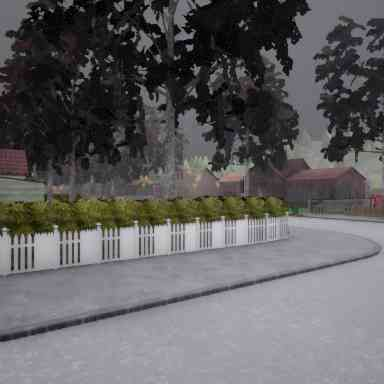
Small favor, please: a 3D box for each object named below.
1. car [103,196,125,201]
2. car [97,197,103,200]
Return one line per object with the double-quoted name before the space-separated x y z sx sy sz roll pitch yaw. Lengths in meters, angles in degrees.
"car" -10.648 1.351 47.965 2.097 1.767 4.553 0 0 -35
"car" -17.268 1.564 64.447 1.994 1.385 4.181 0 0 -36
